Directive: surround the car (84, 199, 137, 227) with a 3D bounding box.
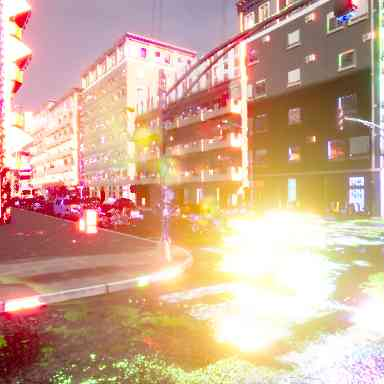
[{"bbox_3d":[-5.949,1.553,23.902,1.967,1.590,4.097,-1,1,-36],"label":"car"}]

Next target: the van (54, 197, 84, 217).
[{"bbox_3d":[-12.422,1.483,32.880,1.690,1.788,3.998,-1,1,-36],"label":"van"}]

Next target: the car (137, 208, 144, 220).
[{"bbox_3d":[-5.825,1.608,28.161,1.812,1.442,4.674,-1,0,-36],"label":"car"}]

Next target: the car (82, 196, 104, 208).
[{"bbox_3d":[-15.329,1.502,51.249,1.967,1.590,4.097,-1,1,-36],"label":"car"}]

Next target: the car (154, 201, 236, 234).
[{"bbox_3d":[0.038,1.548,20.028,2.128,1.511,4.902,-1,0,-36],"label":"car"}]

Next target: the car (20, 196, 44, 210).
[{"bbox_3d":[-22.127,1.628,46.351,1.967,1.590,4.097,-1,1,-36],"label":"car"}]

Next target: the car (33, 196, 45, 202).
[{"bbox_3d":[-37.977,1.728,82.680,1.887,1.381,4.507,-1,1,-36],"label":"car"}]

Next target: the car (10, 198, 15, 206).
[{"bbox_3d":[-31.832,1.782,59.821,1.887,1.381,4.507,-1,1,-36],"label":"car"}]

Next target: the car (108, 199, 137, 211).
[{"bbox_3d":[-8.856,1.581,42.270,2.008,1.369,4.403,-1,1,-36],"label":"car"}]

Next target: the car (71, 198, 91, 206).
[{"bbox_3d":[-18.563,1.644,55.740,1.947,1.339,4.313,-1,1,-36],"label":"car"}]

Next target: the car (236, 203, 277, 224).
[{"bbox_3d":[3.987,1.498,24.449,1.752,1.417,4.829,-1,1,-36],"label":"car"}]

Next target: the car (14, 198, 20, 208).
[{"bbox_3d":[-25.361,1.770,50.841,1.947,1.339,4.313,-1,1,-36],"label":"car"}]

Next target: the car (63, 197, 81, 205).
[{"bbox_3d":[-21.799,1.645,60.230,2.008,1.369,4.403,-1,1,-36],"label":"car"}]

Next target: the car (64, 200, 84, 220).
[{"bbox_3d":[-9.084,1.652,28.254,1.752,1.417,4.829,-1,1,-36],"label":"car"}]

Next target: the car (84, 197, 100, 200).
[{"bbox_3d":[-12.188,1.463,37.006,2.097,1.767,4.553,-1,0,-36],"label":"car"}]

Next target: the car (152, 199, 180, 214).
[{"bbox_3d":[-2.386,1.441,33.290,1.967,1.590,4.097,-1,1,-36],"label":"car"}]
